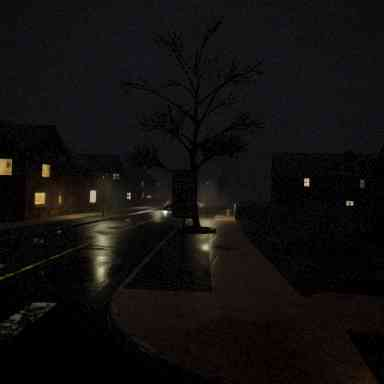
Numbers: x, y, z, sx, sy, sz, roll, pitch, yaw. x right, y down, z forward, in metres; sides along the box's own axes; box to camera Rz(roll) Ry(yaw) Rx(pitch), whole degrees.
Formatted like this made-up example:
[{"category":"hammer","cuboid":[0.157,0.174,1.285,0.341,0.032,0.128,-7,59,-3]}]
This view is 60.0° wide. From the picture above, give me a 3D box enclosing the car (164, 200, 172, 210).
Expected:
[{"category":"car","cuboid":[-2.678,1.920,47.832,2.033,1.411,5.357,2,0,8]}]
